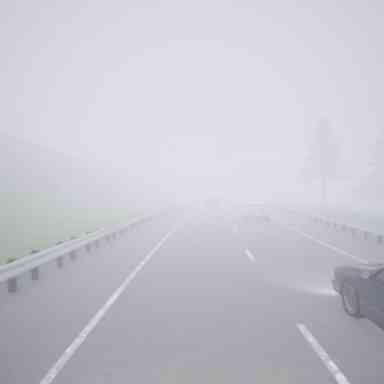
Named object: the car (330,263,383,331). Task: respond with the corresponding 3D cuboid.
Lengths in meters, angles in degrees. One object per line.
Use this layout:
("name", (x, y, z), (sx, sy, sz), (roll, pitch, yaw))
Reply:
("car", (3.671, 1.539, 4.268), (2.033, 1.411, 5.357), (0, 0, 1))

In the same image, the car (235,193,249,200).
("car", (11.804, 0.939, 80.735), (2.097, 1.767, 4.553), (0, 0, 15))

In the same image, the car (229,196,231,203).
("car", (5.985, 1.169, 62.005), (2.097, 1.767, 4.553), (0, 0, 13))

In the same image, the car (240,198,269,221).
("car", (4.960, 1.452, 26.216), (1.812, 1.442, 4.674), (0, 0, 5))

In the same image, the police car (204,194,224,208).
("police car", (2.924, 1.287, 46.486), (1.930, 1.638, 5.238), (0, 0, 10))

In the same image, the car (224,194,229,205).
("car", (4.732, 1.360, 56.184), (1.812, 1.442, 4.674), (0, 0, 12))
